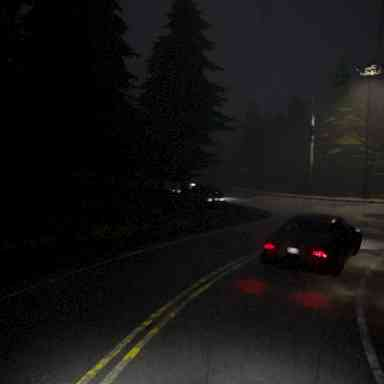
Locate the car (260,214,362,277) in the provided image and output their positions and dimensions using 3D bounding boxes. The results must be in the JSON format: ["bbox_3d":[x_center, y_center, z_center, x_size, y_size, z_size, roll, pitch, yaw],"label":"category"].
[{"bbox_3d":[3.818,1.392,10.062,2.033,1.411,5.357,3,3,34],"label":"car"}]

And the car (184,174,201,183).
[{"bbox_3d":[0.144,-2.441,60.236,2.128,1.511,4.902,1,5,12],"label":"car"}]

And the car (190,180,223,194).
[{"bbox_3d":[1.434,-0.230,33.476,1.994,1.385,4.181,-2,5,-28],"label":"car"}]
